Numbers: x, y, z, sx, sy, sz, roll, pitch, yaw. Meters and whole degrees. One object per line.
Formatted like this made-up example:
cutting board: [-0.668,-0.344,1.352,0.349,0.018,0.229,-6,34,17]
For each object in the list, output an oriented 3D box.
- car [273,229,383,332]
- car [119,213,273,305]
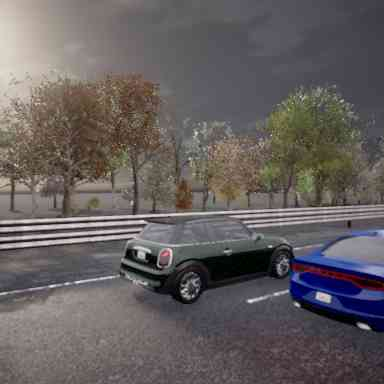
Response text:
car: [4.076,1.496,6.648,5.008,1.535,1.882,0,0,-35]
car: [0.581,1.365,8.390,4.553,1.767,2.097,0,0,-39]
